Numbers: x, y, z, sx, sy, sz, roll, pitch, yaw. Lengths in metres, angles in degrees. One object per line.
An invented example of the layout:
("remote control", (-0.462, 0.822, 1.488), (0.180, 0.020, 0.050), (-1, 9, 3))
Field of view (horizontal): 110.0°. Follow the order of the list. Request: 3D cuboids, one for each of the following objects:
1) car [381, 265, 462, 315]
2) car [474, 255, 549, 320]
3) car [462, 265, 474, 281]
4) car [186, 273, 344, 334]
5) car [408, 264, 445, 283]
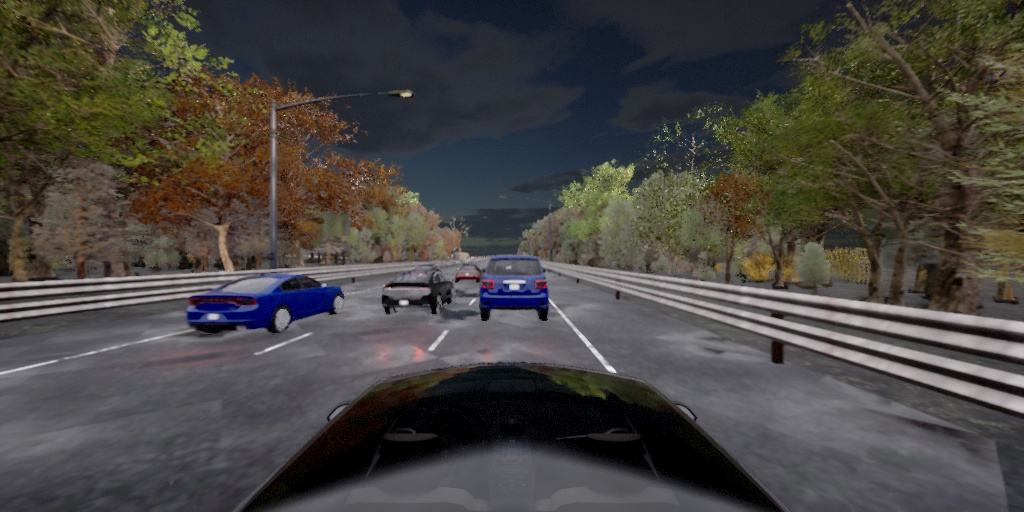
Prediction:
("car", (-3.429, 1.279, 13.816), (2.128, 1.511, 4.902), (0, 0, 0))
("car", (0.075, 1.005, 13.020), (2.150, 2.045, 5.566), (0, 0, 0))
("car", (-3.466, 1.399, 29.788), (1.994, 1.385, 4.181), (0, 0, 0))
("car", (-6.934, 1.257, 10.811), (1.882, 1.535, 5.008), (0, 0, 0))
("car", (-6.965, 1.399, 29.631), (1.994, 1.385, 4.181), (0, 0, 0))
